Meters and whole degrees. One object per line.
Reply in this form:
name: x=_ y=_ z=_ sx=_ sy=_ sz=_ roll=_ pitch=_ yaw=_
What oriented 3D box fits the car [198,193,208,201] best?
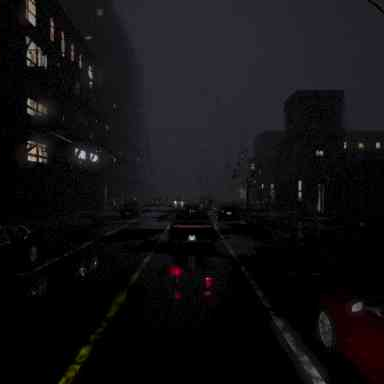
car: x=2.678 y=1.301 z=82.783 sx=2.192 sy=1.841 sz=5.009 roll=-1 pitch=0 yaw=0

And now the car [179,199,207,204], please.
car: x=0.000 y=1.567 z=29.653 sx=1.994 sy=1.385 sz=4.181 roll=0 pitch=0 yaw=0

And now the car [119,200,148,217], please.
car: x=-5.700 y=1.559 z=31.714 sx=1.947 sy=1.339 sz=4.313 roll=-1 pitch=0 yaw=0

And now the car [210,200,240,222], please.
car: x=2.681 y=1.560 z=26.008 sx=1.947 sy=1.339 sz=4.313 roll=-1 pitch=0 yaw=0

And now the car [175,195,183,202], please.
car: x=-3.000 y=1.453 z=76.736 sx=1.837 sy=1.490 sz=4.892 roll=0 pitch=0 yaw=0

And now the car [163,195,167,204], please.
car: x=-5.699 y=1.556 z=54.425 sx=1.947 sy=1.339 sz=4.313 roll=-1 pitch=0 yaw=0

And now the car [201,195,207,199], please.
car: x=2.681 y=1.516 z=48.888 sx=1.752 sy=1.417 sz=4.829 roll=-1 pitch=0 yaw=0

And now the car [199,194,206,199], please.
car: x=2.681 y=1.555 z=60.073 sx=1.947 sy=1.339 sz=4.313 roll=-1 pitch=0 yaw=0

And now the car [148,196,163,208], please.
car: x=-5.699 y=1.573 z=48.747 sx=1.802 sy=1.307 sz=4.206 roll=-1 pitch=0 yaw=0

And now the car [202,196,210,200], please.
car: x=2.681 y=1.536 z=43.040 sx=1.887 sy=1.381 sz=4.507 roll=-1 pitch=0 yaw=0

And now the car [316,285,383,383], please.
car: x=2.681 y=1.580 z=3.299 sx=1.802 sy=1.307 sz=4.206 roll=-1 pitch=0 yaw=0

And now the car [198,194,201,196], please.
car: x=2.681 y=1.553 z=77.106 sx=1.947 sy=1.339 sz=4.313 roll=-1 pitch=0 yaw=0

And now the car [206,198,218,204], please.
car: x=2.681 y=1.544 z=31.685 sx=2.008 sy=1.369 sz=4.403 roll=-1 pitch=0 yaw=0

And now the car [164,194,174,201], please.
car: x=-5.701 y=1.426 z=82.811 sx=1.967 sy=1.590 sz=4.097 roll=-1 pitch=0 yaw=0

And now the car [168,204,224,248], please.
car: x=0.000 y=1.492 z=14.651 sx=2.128 sy=1.511 sz=4.902 roll=0 pitch=0 yaw=0

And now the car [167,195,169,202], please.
car: x=-5.701 y=1.429 z=60.102 sx=1.967 sy=1.590 sz=4.097 roll=-1 pitch=0 yaw=0

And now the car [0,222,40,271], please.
car: x=-5.700 y=1.548 z=9.004 sx=2.008 sy=1.369 sz=4.403 roll=-1 pitch=0 yaw=0

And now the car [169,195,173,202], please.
car: x=-5.701 y=1.428 z=71.456 sx=1.967 sy=1.590 sz=4.097 roll=-1 pitch=0 yaw=0
